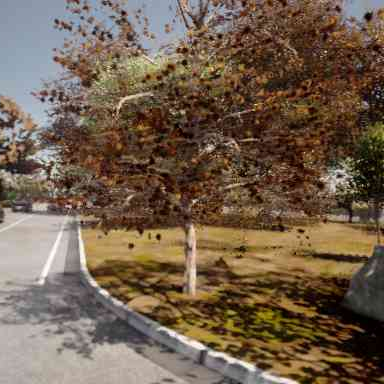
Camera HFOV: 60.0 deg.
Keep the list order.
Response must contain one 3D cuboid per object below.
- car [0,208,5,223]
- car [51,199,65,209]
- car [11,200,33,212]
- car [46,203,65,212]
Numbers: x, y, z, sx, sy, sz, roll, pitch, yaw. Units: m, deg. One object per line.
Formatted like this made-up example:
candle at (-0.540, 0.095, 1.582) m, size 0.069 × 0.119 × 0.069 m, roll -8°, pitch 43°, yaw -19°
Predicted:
car at (-15.059, 1.687, 24.302) m, size 2.033 × 1.411 × 5.357 m, roll 1°, pitch 0°, yaw -19°
car at (-21.273, 1.829, 52.983) m, size 1.882 × 1.535 × 5.008 m, roll 1°, pitch -1°, yaw -19°
car at (-20.768, 1.676, 40.769) m, size 2.128 × 1.511 × 4.902 m, roll 1°, pitch -1°, yaw -19°
car at (-17.835, 1.785, 43.145) m, size 2.033 × 1.411 × 5.357 m, roll 1°, pitch -1°, yaw -19°
